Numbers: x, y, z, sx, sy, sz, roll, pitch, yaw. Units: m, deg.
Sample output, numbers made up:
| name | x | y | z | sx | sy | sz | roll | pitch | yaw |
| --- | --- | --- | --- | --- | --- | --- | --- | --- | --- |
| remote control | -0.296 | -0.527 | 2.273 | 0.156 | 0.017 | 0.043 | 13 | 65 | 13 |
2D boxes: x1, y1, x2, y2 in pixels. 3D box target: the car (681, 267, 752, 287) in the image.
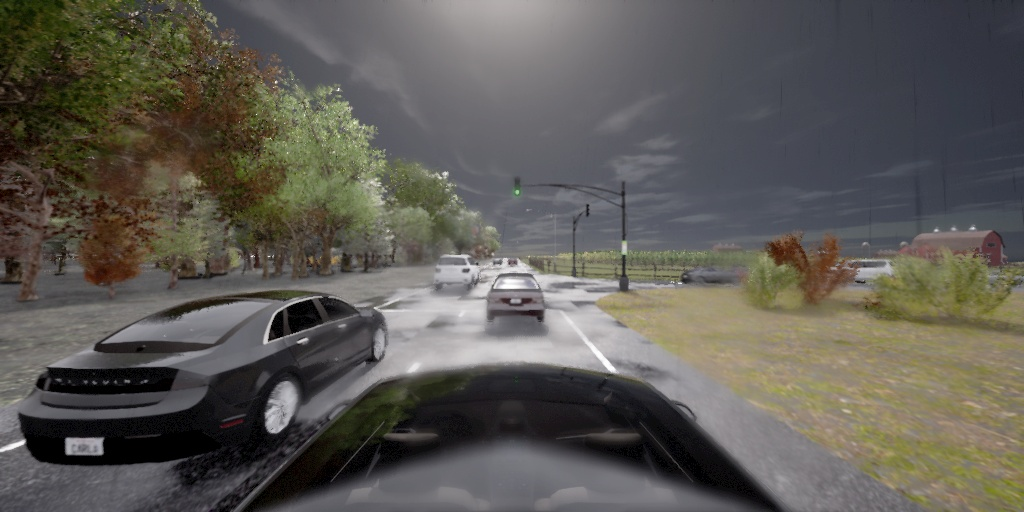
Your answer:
| name | x | y | z | sx | sy | sz | roll | pitch | yaw |
| --- | --- | --- | --- | --- | --- | --- | --- | --- | --- |
| car | 14.574 | 1.464 | 26.042 | 4.181 | 1.385 | 1.994 | 1 | -1 | -2 |

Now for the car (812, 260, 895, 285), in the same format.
| name | x | y | z | sx | sy | sz | roll | pitch | yaw |
| --- | --- | --- | --- | --- | --- | --- | --- | --- | --- |
| car | 28.219 | 1.332 | 29.715 | 5.566 | 2.045 | 2.150 | 1 | -1 | 0 |

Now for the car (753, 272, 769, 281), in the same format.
| name | x | y | z | sx | sy | sz | roll | pitch | yaw |
| --- | --- | --- | --- | --- | --- | --- | --- | --- | --- |
| car | 18.901 | 1.574 | 29.774 | 4.181 | 1.385 | 1.994 | 1 | -1 | 0 |

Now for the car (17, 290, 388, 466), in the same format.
| name | x | y | z | sx | sy | sz | roll | pitch | yaw |
| --- | --- | --- | --- | --- | --- | --- | --- | --- | --- |
| car | -3.393 | 1.257 | 5.274 | 1.837 | 1.490 | 4.892 | 0 | 0 | 0 |

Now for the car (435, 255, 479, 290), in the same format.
| name | x | y | z | sx | sy | sz | roll | pitch | yaw |
| --- | --- | --- | --- | --- | --- | --- | --- | --- | --- |
| car | -3.356 | 0.977 | 22.573 | 2.150 | 2.045 | 5.566 | 0 | 0 | 0 |

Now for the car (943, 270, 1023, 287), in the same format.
| name | x | y | z | sx | sy | sz | roll | pitch | yaw |
| --- | --- | --- | --- | --- | --- | --- | --- | --- | --- |
| car | 38.828 | 1.827 | 29.628 | 4.718 | 1.301 | 1.895 | 1 | -1 | 0 |

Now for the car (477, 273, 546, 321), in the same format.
| name | x | y | z | sx | sy | sz | roll | pitch | yaw |
| --- | --- | --- | --- | --- | --- | --- | --- | --- | --- |
| car | 0.123 | 1.300 | 12.481 | 2.033 | 1.411 | 5.357 | 0 | 0 | 0 |
